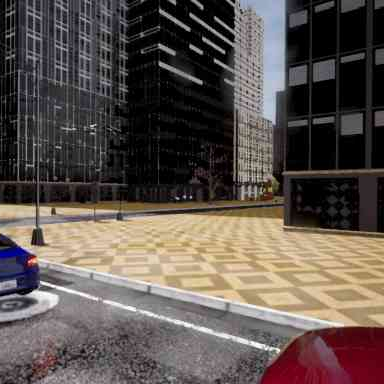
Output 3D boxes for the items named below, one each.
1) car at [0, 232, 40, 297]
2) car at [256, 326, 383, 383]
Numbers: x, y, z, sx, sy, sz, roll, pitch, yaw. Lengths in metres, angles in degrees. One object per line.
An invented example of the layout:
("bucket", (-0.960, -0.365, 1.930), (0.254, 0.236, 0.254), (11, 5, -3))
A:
("car", (-5.196, 1.522, 7.390), (4.674, 1.442, 1.812), (0, 0, 36))
("car", (2.405, 1.564, 1.961), (4.181, 1.385, 1.994), (0, 0, 35))
